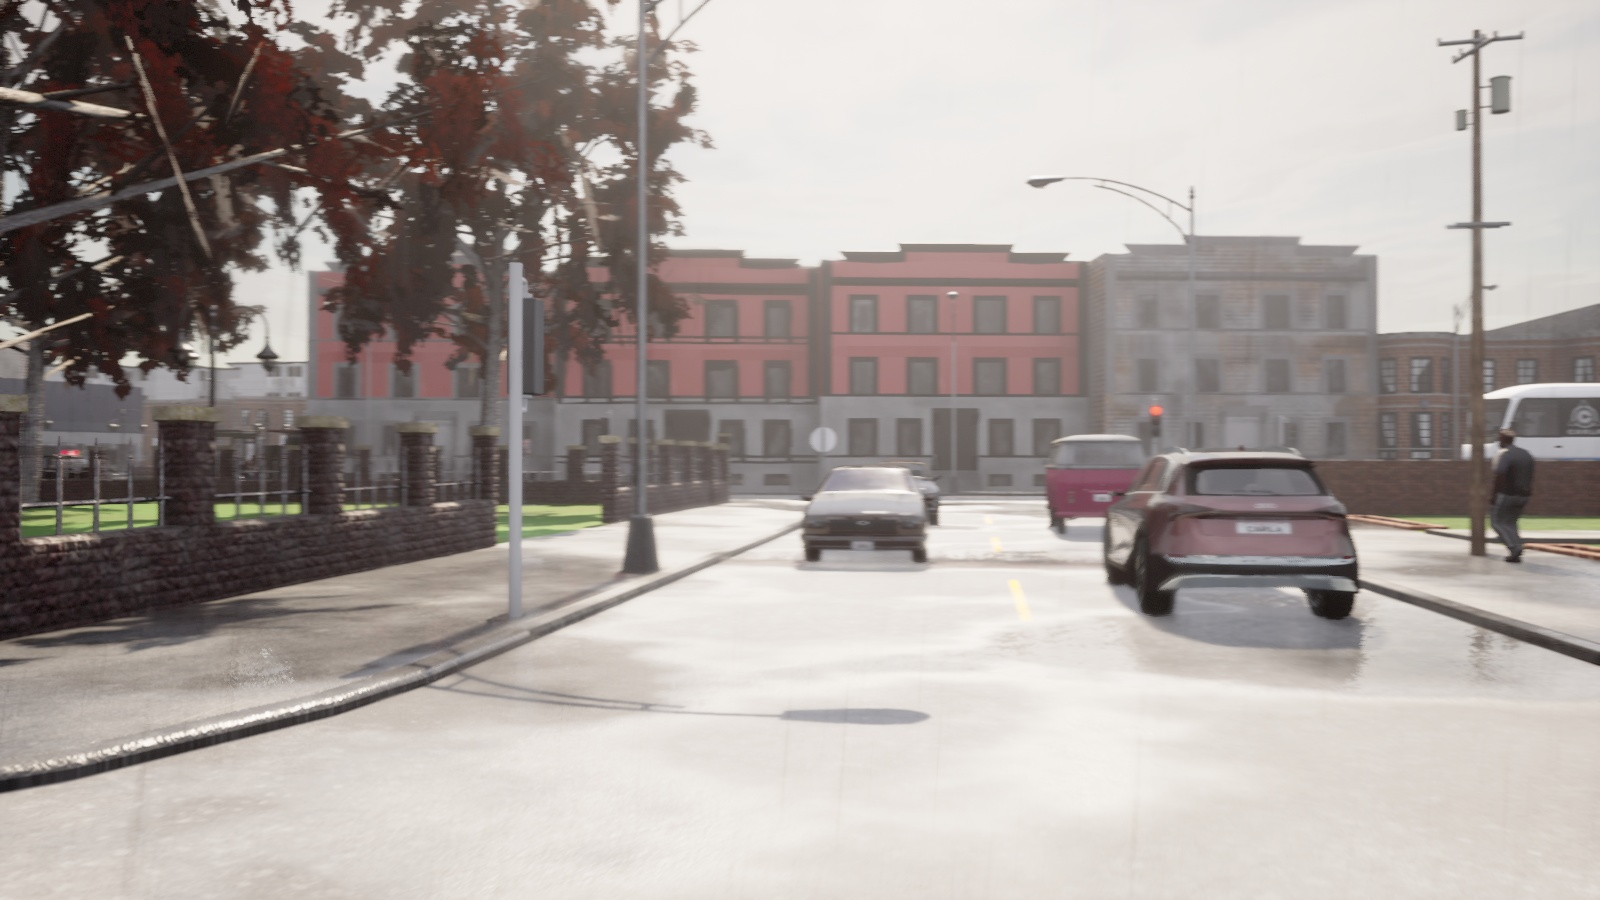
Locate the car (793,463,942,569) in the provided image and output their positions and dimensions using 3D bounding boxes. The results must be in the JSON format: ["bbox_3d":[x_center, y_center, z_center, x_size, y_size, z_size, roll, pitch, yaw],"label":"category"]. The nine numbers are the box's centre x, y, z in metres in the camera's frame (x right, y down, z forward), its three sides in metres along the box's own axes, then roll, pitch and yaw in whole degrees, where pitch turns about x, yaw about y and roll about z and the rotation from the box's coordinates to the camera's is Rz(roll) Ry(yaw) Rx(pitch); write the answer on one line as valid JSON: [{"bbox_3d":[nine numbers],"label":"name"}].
[{"bbox_3d":[1.188,0.931,19.803,2.033,1.411,5.357,0,0,6],"label":"car"}]

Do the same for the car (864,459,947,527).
[{"bbox_3d":[2.508,0.961,29.471,1.816,1.474,4.193,0,0,6],"label":"car"}]

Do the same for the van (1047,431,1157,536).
[{"bbox_3d":[6.182,0.659,26.120,1.775,1.987,4.442,0,-1,8],"label":"van"}]

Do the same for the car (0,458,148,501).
[{"bbox_3d":[-28.562,1.137,49.404,4.856,1.649,2.033,0,0,8],"label":"car"}]

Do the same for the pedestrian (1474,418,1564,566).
[{"bbox_3d":[9.458,0.539,16.537,0.563,1.883,0.849,0,0,-18],"label":"pedestrian"}]

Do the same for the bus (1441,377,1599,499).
[{"bbox_3d":[29.395,-0.417,45.458,10.273,4.253,3.944,0,0,8],"label":"bus"}]

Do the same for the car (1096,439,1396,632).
[{"bbox_3d":[4.419,0.755,13.298,2.033,1.649,4.856,0,0,8],"label":"car"}]
